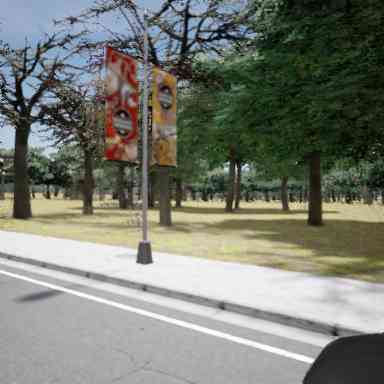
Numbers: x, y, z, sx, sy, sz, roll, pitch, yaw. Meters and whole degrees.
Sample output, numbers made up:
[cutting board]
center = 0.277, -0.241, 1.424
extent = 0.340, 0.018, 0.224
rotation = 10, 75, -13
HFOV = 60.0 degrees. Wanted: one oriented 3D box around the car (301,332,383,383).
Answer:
[car]
center = 2.664, 1.564, 1.785
extent = 4.181, 1.385, 1.994
rotation = 0, 0, 35
